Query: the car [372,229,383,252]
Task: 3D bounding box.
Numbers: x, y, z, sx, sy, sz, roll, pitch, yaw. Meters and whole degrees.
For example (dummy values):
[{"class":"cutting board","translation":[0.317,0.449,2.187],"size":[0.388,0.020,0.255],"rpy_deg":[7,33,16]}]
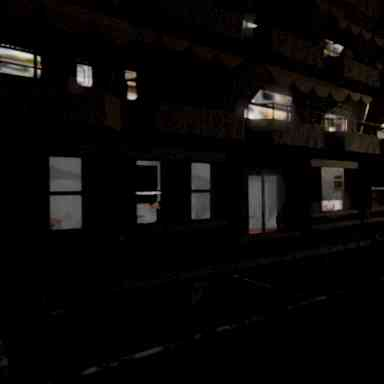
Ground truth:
[{"class":"car","translation":[8.574,1.576,12.684],"size":[4.206,1.307,1.802],"rpy_deg":[0,-1,-35]}]
